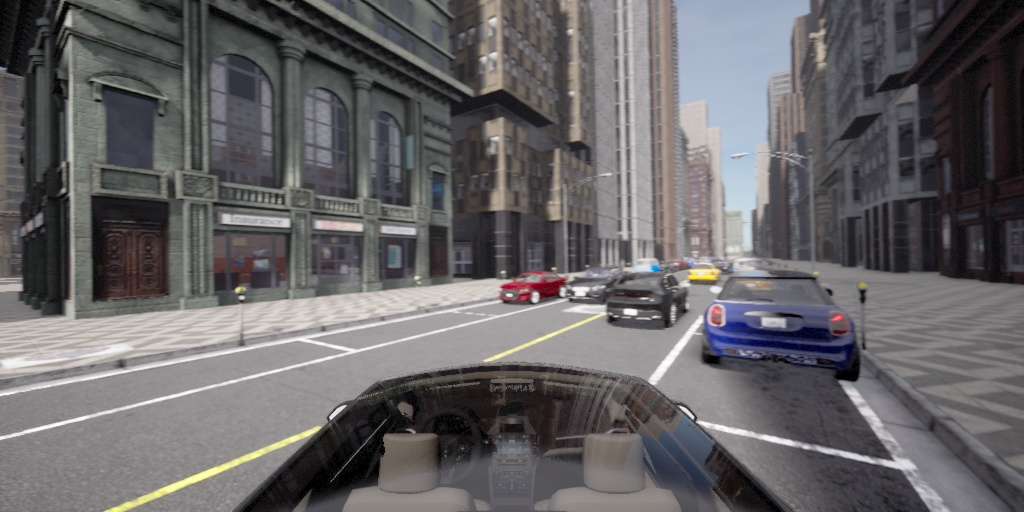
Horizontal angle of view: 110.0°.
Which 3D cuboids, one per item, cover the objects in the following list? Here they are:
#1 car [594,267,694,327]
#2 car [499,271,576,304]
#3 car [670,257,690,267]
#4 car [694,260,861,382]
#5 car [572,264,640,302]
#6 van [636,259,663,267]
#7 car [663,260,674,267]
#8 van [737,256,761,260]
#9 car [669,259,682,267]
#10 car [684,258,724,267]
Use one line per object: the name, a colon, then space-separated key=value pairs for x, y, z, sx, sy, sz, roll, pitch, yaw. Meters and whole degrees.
car: x=4.551 y=1.267 z=11.754 sx=1.837 sy=1.490 sz=4.892 roll=-1 pitch=-1 yaw=34
car: x=1.131 y=1.421 z=17.176 sx=1.888 sy=1.381 sz=4.507 roll=0 pitch=0 yaw=34
car: x=22.927 y=1.119 z=50.066 sx=2.192 sy=1.841 sz=5.009 roll=0 pitch=0 yaw=34
car: x=5.291 y=1.060 z=7.424 sx=2.097 sy=1.767 sz=4.553 roll=-1 pitch=-1 yaw=34
car: x=4.188 y=1.310 z=16.999 sx=2.128 sy=1.511 sz=4.902 roll=-1 pitch=-1 yaw=34
van: x=13.585 y=1.175 z=35.971 sx=1.690 sy=1.789 sz=3.998 roll=0 pitch=0 yaw=34
car: x=16.699 y=1.390 z=40.669 sx=1.948 sy=1.339 sz=4.313 roll=0 pitch=0 yaw=34
van: x=14.469 y=1.022 z=21.875 sx=1.690 sy=1.789 sz=3.998 roll=0 pitch=0 yaw=34
car: x=19.813 y=1.380 z=45.368 sx=1.948 sy=1.339 sz=4.313 roll=0 pitch=0 yaw=34
car: x=14.465 y=1.186 z=26.897 sx=1.801 sy=1.575 sz=5.366 roll=-1 pitch=-1 yaw=34
